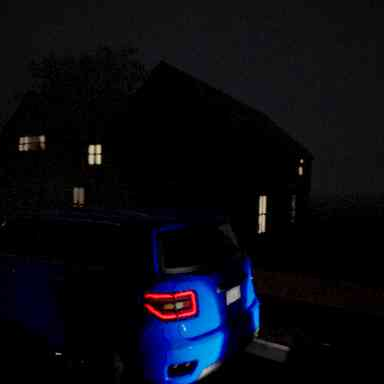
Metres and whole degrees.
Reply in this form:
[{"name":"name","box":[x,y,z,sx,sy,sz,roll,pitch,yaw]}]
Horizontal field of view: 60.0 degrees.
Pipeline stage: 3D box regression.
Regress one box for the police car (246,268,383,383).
[{"name":"police car","box":[3.115,1.430,1.741,5.238,1.638,1.930,0,0,36]}]

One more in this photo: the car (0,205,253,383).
[{"name":"car","box":[-1.747,1.220,5.187,5.566,2.045,2.150,0,0,35]}]
